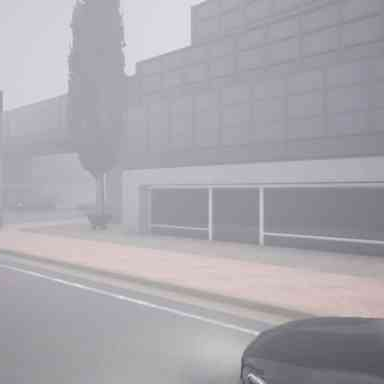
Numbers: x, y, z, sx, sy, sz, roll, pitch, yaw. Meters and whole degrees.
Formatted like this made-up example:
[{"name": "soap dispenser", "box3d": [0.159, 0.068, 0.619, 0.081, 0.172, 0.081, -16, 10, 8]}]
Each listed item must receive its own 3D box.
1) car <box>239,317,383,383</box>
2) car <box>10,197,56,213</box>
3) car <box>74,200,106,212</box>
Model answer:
[{"name": "car", "box3d": [2.550, 1.528, 2.155, 4.674, 1.442, 1.812, -1, -1, 35]}, {"name": "car", "box3d": [-17.434, 1.326, 36.602, 2.097, 1.767, 4.553, 0, 0, 36]}, {"name": "car", "box3d": [-11.373, 1.577, 39.037, 1.895, 1.301, 4.718, 0, 0, 36]}]
